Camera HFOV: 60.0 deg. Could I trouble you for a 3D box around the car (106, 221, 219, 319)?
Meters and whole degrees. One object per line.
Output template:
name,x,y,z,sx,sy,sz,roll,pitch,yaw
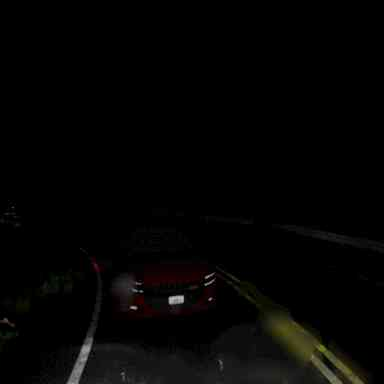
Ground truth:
car,-0.923,1.486,7.780,1.882,1.535,5.008,-1,0,-15

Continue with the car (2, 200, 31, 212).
car,-23.502,1.861,44.683,1.837,1.490,4.892,-1,2,-1
